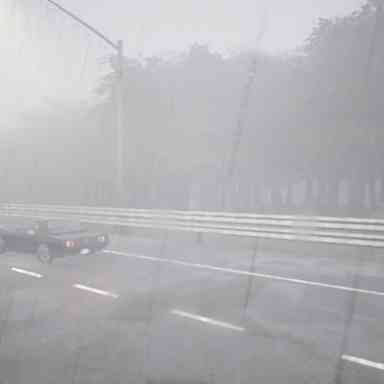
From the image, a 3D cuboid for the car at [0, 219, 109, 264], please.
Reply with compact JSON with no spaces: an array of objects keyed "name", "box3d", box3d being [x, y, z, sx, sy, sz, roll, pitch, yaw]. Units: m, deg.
[{"name":"car","box3d":[-5.213,1.608,11.888,4.718,1.301,1.895,0,0,36]}]
